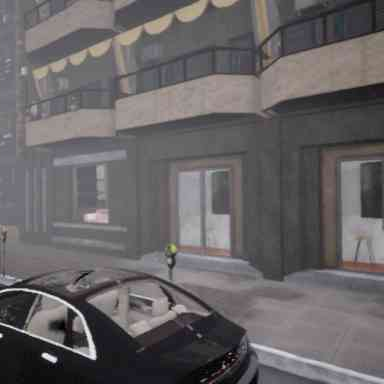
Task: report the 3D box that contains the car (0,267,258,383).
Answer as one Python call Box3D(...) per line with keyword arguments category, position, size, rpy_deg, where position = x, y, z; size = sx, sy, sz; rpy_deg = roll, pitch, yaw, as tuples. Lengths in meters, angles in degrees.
Box3D(category="car", position=(-1.428, 1.586, 3.892), size=(4.403, 1.369, 2.008), rpy_deg=(-1, -1, 35))
